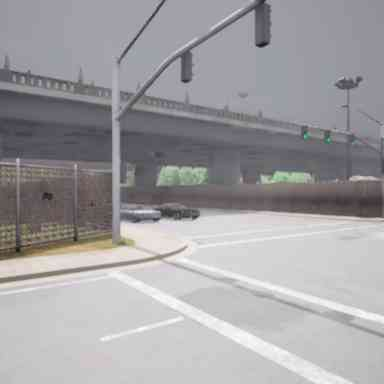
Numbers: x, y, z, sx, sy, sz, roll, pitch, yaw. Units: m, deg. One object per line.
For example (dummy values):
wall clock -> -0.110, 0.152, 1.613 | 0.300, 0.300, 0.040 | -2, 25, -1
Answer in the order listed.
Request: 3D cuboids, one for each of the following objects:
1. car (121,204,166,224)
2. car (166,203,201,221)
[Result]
car -> -4.201, 1.621, 25.361 | 1.895, 1.301, 4.718 | 0, 0, -36
car -> -1.342, 1.610, 27.380 | 1.895, 1.301, 4.718 | 0, 0, -36
